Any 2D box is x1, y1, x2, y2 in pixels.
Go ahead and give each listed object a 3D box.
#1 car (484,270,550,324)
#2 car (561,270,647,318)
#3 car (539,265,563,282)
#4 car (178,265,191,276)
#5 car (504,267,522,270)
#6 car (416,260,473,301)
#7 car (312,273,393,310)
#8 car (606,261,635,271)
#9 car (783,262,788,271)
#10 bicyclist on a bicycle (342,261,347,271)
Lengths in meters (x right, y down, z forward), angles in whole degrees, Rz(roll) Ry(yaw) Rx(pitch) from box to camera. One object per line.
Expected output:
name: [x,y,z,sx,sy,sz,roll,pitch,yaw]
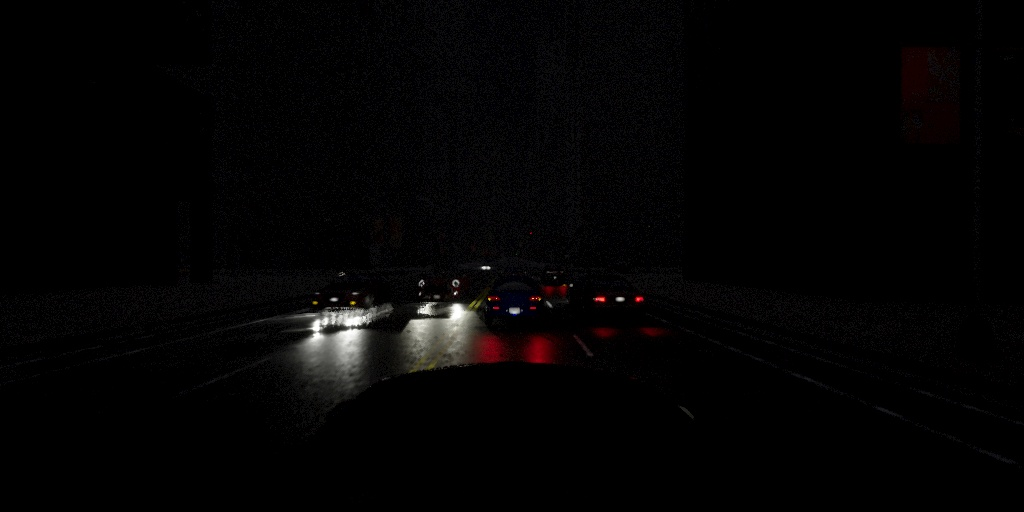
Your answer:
car: [0.086,1.374,12.323,1.812,1.442,4.674,0,0,0]
car: [3.347,1.406,13.551,2.033,1.411,5.357,0,-1,0]
car: [3.363,1.494,30.242,2.128,1.511,4.902,0,0,0]
car: [-40.795,1.841,43.911,4.829,1.417,1.751,0,0,0]
car: [0.106,1.527,27.504,2.033,1.411,5.357,0,0,0]
car: [-3.330,1.252,18.190,2.097,1.767,4.553,0,0,0]
car: [-6.585,1.439,15.256,1.994,1.385,4.181,0,-1,0]
car: [16.732,1.567,55.518,4.097,1.591,1.967,0,0,0]
car: [33.001,1.737,46.886,4.207,1.307,1.802,0,0,0]
bicyclist on a bicycle: [-25.839,1.497,55.294,0.582,1.620,1.656,0,1,0]
